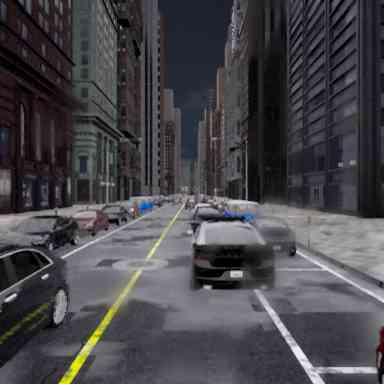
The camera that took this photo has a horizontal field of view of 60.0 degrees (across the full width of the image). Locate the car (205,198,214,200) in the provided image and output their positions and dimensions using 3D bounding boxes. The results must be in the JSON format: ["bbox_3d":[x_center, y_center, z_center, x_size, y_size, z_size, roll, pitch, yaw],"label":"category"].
[{"bbox_3d":[2.732,1.660,35.499,2.008,1.369,4.403,0,0,0],"label":"car"}]

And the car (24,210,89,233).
[{"bbox_3d":[-5.774,1.602,12.930,1.947,1.339,4.313,0,0,0],"label":"car"}]

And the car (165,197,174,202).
[{"bbox_3d":[-5.836,1.878,86.205,1.947,1.339,4.313,0,0,0],"label":"car"}]

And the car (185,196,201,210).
[{"bbox_3d":[-0.019,1.675,46.577,1.812,1.442,4.674,0,0,0],"label":"car"}]

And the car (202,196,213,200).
[{"bbox_3d":[2.722,1.695,46.772,1.887,1.381,4.507,0,0,0],"label":"car"}]

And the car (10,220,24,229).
[{"bbox_3d":[-5.769,1.545,7.124,1.752,1.417,4.829,0,0,0],"label":"car"}]

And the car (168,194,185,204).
[{"bbox_3d":[-3.055,1.720,66.951,2.128,1.511,4.902,0,0,0],"label":"car"}]

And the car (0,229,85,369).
[{"bbox_3d":[-3.103,1.516,4.162,1.837,1.490,4.892,0,0,0],"label":"car"}]

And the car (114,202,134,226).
[{"bbox_3d":[-5.784,1.637,24.203,1.947,1.339,4.313,0,0,0],"label":"car"}]

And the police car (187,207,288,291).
[{"bbox_3d":[0.893,1.451,9.249,1.930,1.638,5.238,0,0,0],"label":"police car"}]

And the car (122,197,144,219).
[{"bbox_3d":[-5.789,1.530,29.841,1.967,1.590,4.097,0,0,0],"label":"car"}]

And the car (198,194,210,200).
[{"bbox_3d":[2.712,1.508,58.045,2.192,1.841,5.009,0,0,0],"label":"car"}]

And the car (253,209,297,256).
[{"bbox_3d":[2.751,1.587,12.954,2.008,1.369,4.403,0,0,0],"label":"car"}]

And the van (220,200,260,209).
[{"bbox_3d":[2.746,1.394,18.591,1.690,1.788,3.998,0,0,0],"label":"van"}]

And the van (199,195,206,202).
[{"bbox_3d":[2.688,1.653,86.225,1.690,1.788,3.998,0,0,0],"label":"van"}]

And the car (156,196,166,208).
[{"bbox_3d":[-5.808,1.486,52.386,2.192,1.841,5.009,0,0,0],"label":"car"}]

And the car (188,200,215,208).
[{"bbox_3d":[0.829,1.601,25.136,1.812,1.442,4.674,0,0,0],"label":"car"}]

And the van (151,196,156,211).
[{"bbox_3d":[-5.799,1.471,41.114,1.690,1.788,3.998,0,0,0],"label":"van"}]

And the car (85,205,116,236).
[{"bbox_3d":[-5.779,1.635,18.567,1.802,1.307,4.206,0,0,0],"label":"car"}]

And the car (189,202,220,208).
[{"bbox_3d":[0.884,1.561,19.139,1.837,1.490,4.892,0,0,0],"label":"car"}]

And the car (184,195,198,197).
[{"bbox_3d":[-0.049,1.703,59.412,1.837,1.490,4.892,0,0,0],"label":"car"}]

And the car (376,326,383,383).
[{"bbox_3d":[2.760,1.549,1.682,1.887,1.381,4.507,0,0,0],"label":"car"}]

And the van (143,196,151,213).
[{"bbox_3d":[-5.794,1.451,35.477,1.690,1.788,3.998,0,0,0],"label":"van"}]
